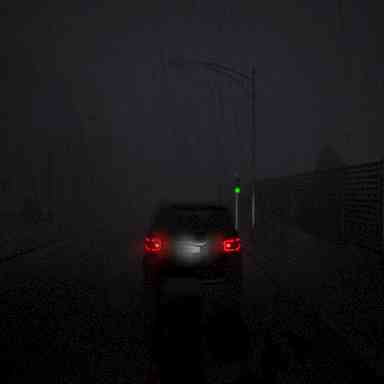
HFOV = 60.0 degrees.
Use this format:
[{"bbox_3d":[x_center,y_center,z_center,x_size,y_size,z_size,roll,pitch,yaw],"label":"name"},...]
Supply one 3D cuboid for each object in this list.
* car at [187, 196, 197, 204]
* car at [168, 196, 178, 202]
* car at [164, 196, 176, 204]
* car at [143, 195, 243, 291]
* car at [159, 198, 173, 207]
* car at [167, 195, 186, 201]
[{"bbox_3d":[0.026,1.531,66.859,2.033,1.411,5.357,0,0,0],"label":"car"},{"bbox_3d":[-4.089,1.534,73.289,1.994,1.385,4.181,0,0,0],"label":"car"},{"bbox_3d":[-4.130,1.532,63.303,2.033,1.411,5.357,0,0,0],"label":"car"},{"bbox_3d":[0.033,1.219,9.111,2.150,2.045,5.566,0,0,0],"label":"car"},{"bbox_3d":[-4.157,1.588,53.541,1.895,1.301,4.718,0,0,0],"label":"car"},{"bbox_3d":[-4.008,1.456,87.352,5.008,1.535,1.882,0,0,40],"label":"car"}]
